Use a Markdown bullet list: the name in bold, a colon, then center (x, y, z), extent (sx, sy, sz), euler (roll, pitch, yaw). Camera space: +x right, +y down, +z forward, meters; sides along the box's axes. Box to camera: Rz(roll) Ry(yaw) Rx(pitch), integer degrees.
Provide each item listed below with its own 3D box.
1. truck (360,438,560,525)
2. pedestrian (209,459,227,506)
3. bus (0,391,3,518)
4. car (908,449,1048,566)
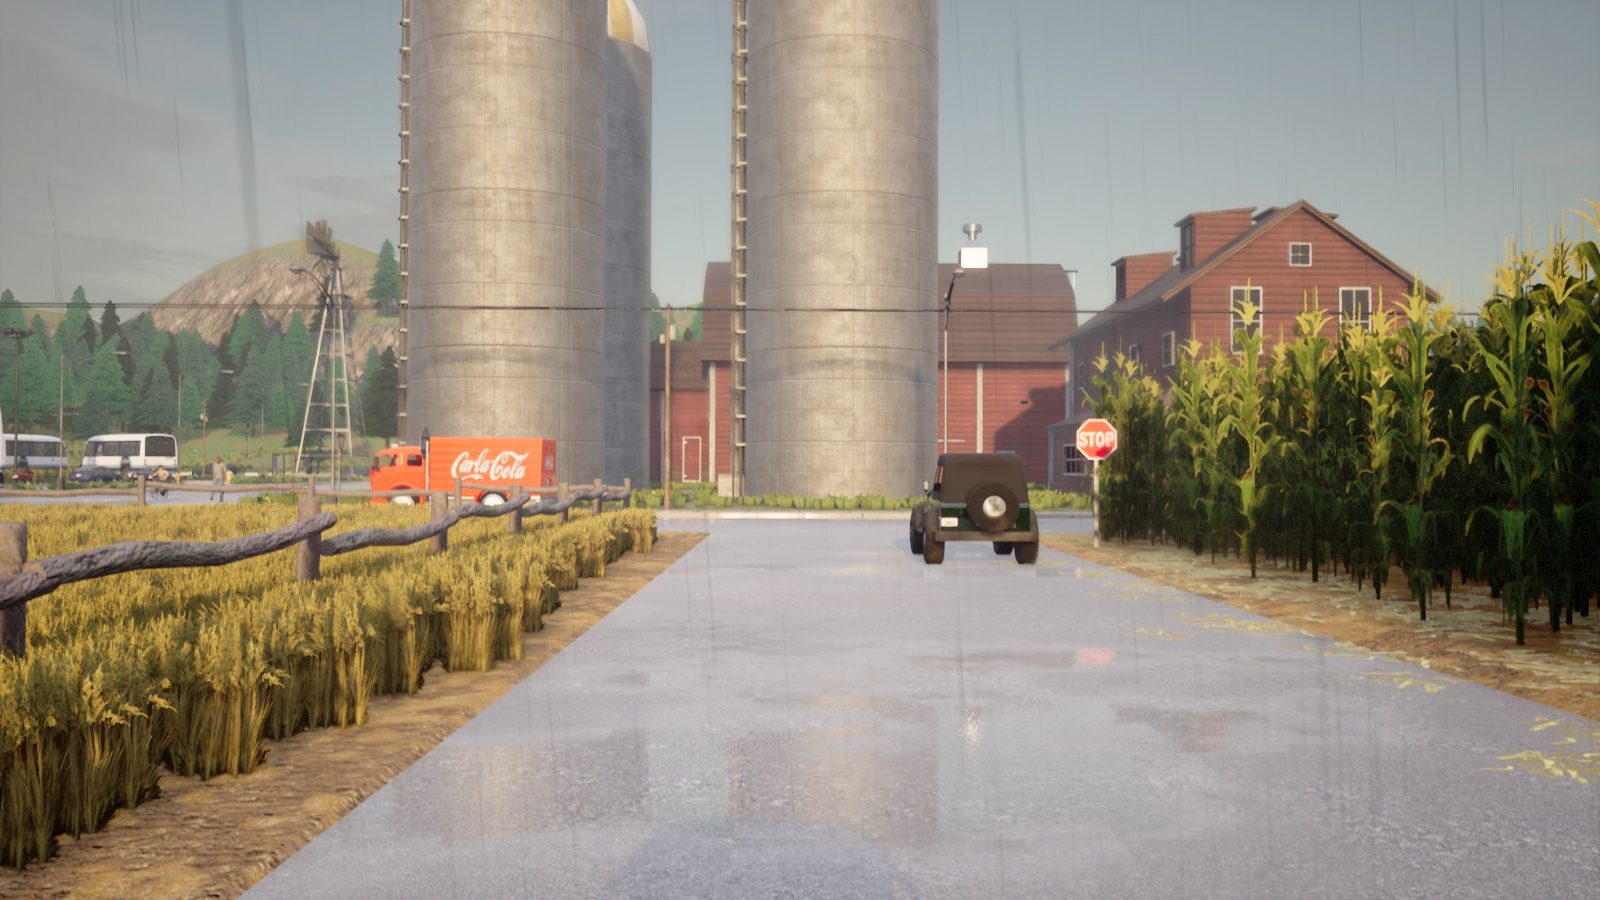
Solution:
- **truck**: center (-9.943, 0.917, 37.100), extent (5.204, 2.467, 2.627), euler (0, -1, 1)
- **pedestrian**: center (-22.746, 1.264, 49.063), extent (0.354, 1.836, 0.706), euler (0, -1, 3)
- **bus**: center (-30.942, 0.129, 38.538), extent (3.944, 4.253, 10.273), euler (-1, -1, 31)
- **car**: center (3.037, 0.956, 22.191), extent (1.905, 1.878, 3.866), euler (0, -1, 0)
